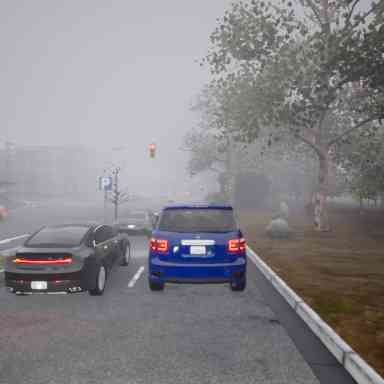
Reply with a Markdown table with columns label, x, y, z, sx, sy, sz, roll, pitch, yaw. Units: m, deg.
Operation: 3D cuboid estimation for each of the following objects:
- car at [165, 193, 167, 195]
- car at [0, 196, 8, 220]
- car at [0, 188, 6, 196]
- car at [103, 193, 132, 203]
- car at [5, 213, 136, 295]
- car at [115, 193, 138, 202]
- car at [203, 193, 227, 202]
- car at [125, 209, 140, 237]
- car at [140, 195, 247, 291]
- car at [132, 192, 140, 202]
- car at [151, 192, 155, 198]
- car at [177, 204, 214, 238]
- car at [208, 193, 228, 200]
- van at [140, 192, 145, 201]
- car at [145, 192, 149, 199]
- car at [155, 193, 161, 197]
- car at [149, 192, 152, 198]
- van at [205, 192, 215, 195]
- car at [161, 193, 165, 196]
| label | x | y | z | sx | sy | sz | roll | pitch | yaw |
| --- | --- | --- | --- | --- | --- | --- | --- | --- | --- |
| car | -10.433 | 1.316 | 92.853 | 5.008 | 1.535 | 2.097 | -1 | 0 | -11 |
| car | -16.587 | 1.403 | 25.137 | 4.553 | 1.767 | 2.185 | -1 | 0 | -19 |
| car | -31.079 | 0.137 | 53.834 | 2.002 | 1.452 | 4.674 | 6 | -3 | -19 |
| car | -14.344 | 1.358 | 62.940 | 4.792 | 1.488 | 2.163 | -1 | 0 | -15 |
| car | -2.877 | 1.515 | 8.702 | 1.837 | 1.490 | 4.892 | 0 | 0 | 0 |
| car | -13.597 | 1.196 | 68.883 | 4.553 | 1.767 | 2.185 | -1 | 0 | -14 |
| car | 4.776 | 1.141 | 68.474 | 4.553 | 1.767 | 2.185 | 1 | 0 | -14 |
| car | -2.816 | 1.589 | 17.588 | 1.994 | 1.385 | 4.181 | 0 | 0 | 1 |
| car | 0.126 | 1.232 | 9.187 | 2.150 | 2.045 | 5.566 | 0 | 0 | 0 |
| car | -13.695 | 1.315 | 65.931 | 5.366 | 1.575 | 1.946 | -1 | 0 | -15 |
| car | -12.140 | 1.359 | 80.888 | 4.674 | 1.452 | 2.002 | -1 | 0 | -13 |
| car | 0.202 | 1.531 | 19.046 | 1.837 | 1.490 | 4.892 | 0 | 0 | 0 |
| car | 6.590 | 1.129 | 83.170 | 4.553 | 1.767 | 2.185 | 1 | 0 | -12 |
| van | -13.126 | 1.093 | 71.922 | 4.442 | 1.987 | 1.878 | -1 | 0 | -14 |
| car | -12.894 | 1.321 | 74.893 | 4.892 | 1.521 | 2.231 | -1 | 0 | -13 |
| car | -11.315 | 1.357 | 86.869 | 4.674 | 1.452 | 2.002 | -1 | 0 | -12 |
| car | -12.516 | 1.359 | 77.887 | 4.674 | 1.452 | 2.002 | -1 | 0 | -13 |
| van | 4.387 | 1.043 | 65.505 | 4.442 | 1.987 | 1.878 | 1 | 0 | -14 |
| car | -10.860 | 1.065 | 89.875 | 5.566 | 2.045 | 2.435 | -1 | 0 | -12 |
